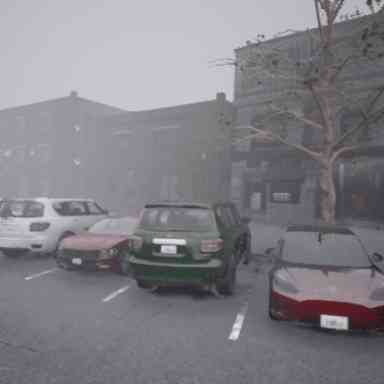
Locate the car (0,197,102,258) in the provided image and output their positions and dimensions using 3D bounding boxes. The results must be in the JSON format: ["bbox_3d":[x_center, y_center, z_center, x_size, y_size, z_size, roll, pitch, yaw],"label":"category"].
[{"bbox_3d":[-4.621,1.223,12.428,2.435,2.045,5.566,0,-1,15],"label":"car"}]

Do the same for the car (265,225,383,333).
[{"bbox_3d":[2.706,1.510,7.130,2.163,1.488,4.792,1,-1,16],"label":"car"}]

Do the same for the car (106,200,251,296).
[{"bbox_3d":[0.269,1.227,8.937,2.435,2.045,5.566,0,-1,16],"label":"car"}]

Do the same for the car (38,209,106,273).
[{"bbox_3d":[-2.178,1.476,10.654,2.097,1.535,5.008,1,-1,16],"label":"car"}]
